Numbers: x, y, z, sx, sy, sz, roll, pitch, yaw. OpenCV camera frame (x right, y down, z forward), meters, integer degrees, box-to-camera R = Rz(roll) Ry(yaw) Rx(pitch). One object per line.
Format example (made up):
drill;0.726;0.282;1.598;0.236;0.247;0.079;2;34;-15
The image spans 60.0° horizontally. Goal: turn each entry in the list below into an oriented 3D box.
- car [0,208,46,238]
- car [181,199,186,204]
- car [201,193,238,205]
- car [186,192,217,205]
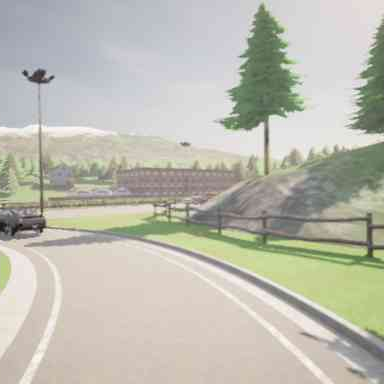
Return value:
car;-10.453;1.713;19.379;4.902;1.511;2.128;-1;0;36
car;0.184;1.451;61.301;4.674;1.442;1.812;-1;0;-38
car;4.607;1.376;55.893;5.357;1.411;2.033;-1;0;-38
car;2.338;1.100;58.558;5.566;2.045;2.150;-1;0;-38
